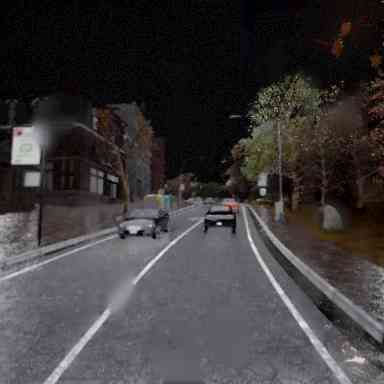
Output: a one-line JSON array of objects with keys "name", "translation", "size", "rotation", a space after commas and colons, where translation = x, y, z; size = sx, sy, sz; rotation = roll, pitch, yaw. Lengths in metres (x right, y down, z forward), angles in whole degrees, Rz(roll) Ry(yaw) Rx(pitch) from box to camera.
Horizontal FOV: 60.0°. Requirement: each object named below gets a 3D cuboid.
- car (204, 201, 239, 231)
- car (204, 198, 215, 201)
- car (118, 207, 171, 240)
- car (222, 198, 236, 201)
[{"name": "car", "translation": [1.807, 1.522, 20.626], "size": [2.128, 1.511, 4.902], "rotation": [-1, 0, 7]}, {"name": "car", "translation": [3.195, 1.708, 59.282], "size": [1.994, 1.385, 4.181], "rotation": [0, 0, 4]}, {"name": "car", "translation": [-2.362, 1.551, 17.497], "size": [2.128, 1.511, 4.902], "rotation": [-1, 0, 7]}, {"name": "car", "translation": [4.264, 1.424, 38.167], "size": [2.097, 1.767, 4.553], "rotation": [-1, 0, 8]}]
